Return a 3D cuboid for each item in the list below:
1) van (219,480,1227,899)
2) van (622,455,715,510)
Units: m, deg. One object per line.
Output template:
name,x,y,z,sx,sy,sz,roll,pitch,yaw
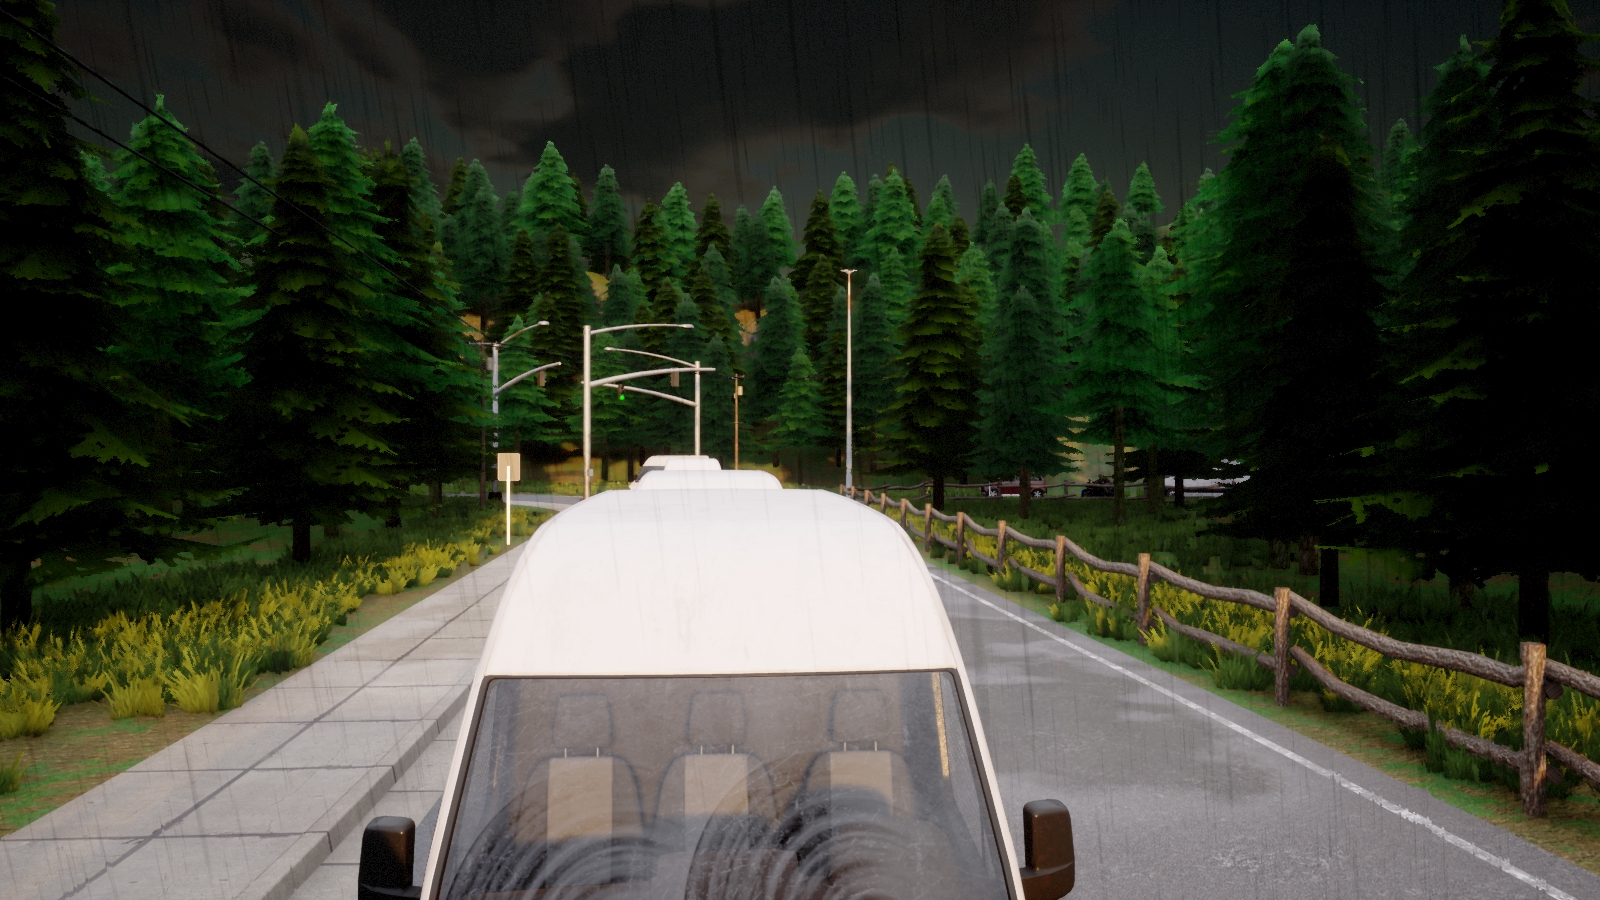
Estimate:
van,-0.357,1.499,5.207,1.988,2.561,5.915,0,0,-5
van,-6.344,1.515,56.009,1.988,2.561,5.915,0,0,22
